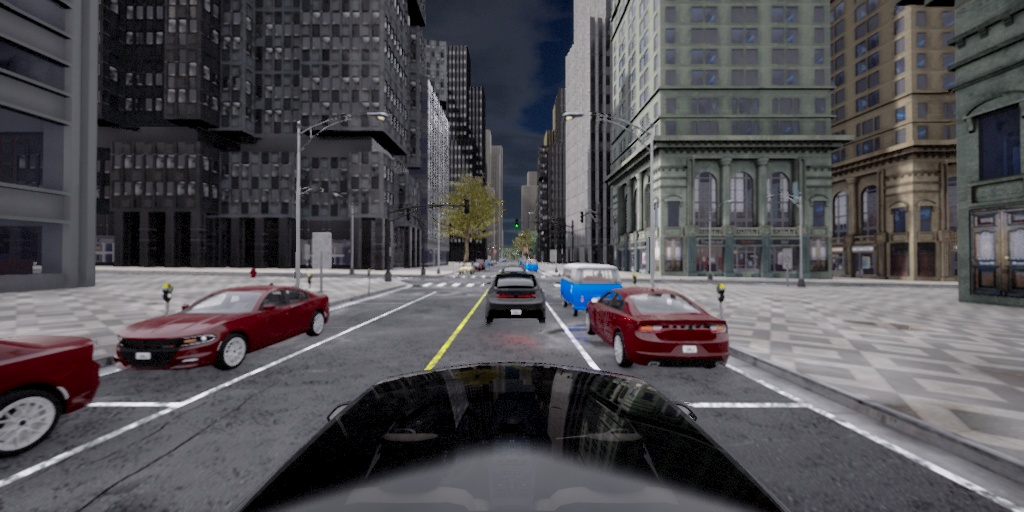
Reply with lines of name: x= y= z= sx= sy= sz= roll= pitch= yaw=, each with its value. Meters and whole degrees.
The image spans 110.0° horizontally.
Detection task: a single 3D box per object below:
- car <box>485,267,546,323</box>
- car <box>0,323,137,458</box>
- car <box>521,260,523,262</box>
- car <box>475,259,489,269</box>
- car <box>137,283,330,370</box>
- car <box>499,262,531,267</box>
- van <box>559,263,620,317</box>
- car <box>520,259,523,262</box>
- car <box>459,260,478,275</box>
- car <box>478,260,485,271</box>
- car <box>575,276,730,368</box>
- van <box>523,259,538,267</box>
car: x=0.108 y=1.329 z=12.494 sx=1.837 sy=1.490 sz=4.892 roll=0 pitch=0 yaw=0
car: x=-5.778 y=1.299 z=2.333 sx=1.888 sy=1.381 sz=4.507 roll=0 pitch=0 yaw=0
car: x=2.807 y=1.709 z=56.753 sx=1.948 sy=1.339 sz=4.313 roll=0 pitch=0 yaw=0
car: x=-5.714 y=1.496 z=61.818 sx=2.192 sy=1.841 sz=5.009 roll=0 pitch=0 yaw=0
car: x=-5.775 y=1.336 z=7.858 sx=1.888 sy=1.381 sz=4.507 roll=0 pitch=0 yaw=0
car: x=0.119 y=1.387 z=24.876 sx=1.882 sy=1.535 sz=5.008 roll=0 pitch=0 yaw=0
van: x=2.786 y=1.169 z=13.357 sx=1.690 sy=1.789 sz=3.998 roll=0 pitch=0 yaw=0
car: x=2.811 y=1.729 z=62.166 sx=1.888 sy=1.381 sz=4.507 roll=0 pitch=0 yaw=0
car: x=-5.733 y=1.587 z=45.780 sx=1.751 sy=1.417 sz=4.829 roll=0 pitch=0 yaw=0
car: x=-5.718 y=1.686 z=56.529 sx=1.888 sy=1.381 sz=4.507 roll=0 pitch=0 yaw=0
car: x=2.780 y=1.336 z=7.832 sx=1.888 sy=1.381 sz=4.507 roll=0 pitch=0 yaw=0
van: x=2.803 y=1.443 z=51.341 sx=1.690 sy=1.789 sz=3.998 roll=0 pitch=0 yaw=0
